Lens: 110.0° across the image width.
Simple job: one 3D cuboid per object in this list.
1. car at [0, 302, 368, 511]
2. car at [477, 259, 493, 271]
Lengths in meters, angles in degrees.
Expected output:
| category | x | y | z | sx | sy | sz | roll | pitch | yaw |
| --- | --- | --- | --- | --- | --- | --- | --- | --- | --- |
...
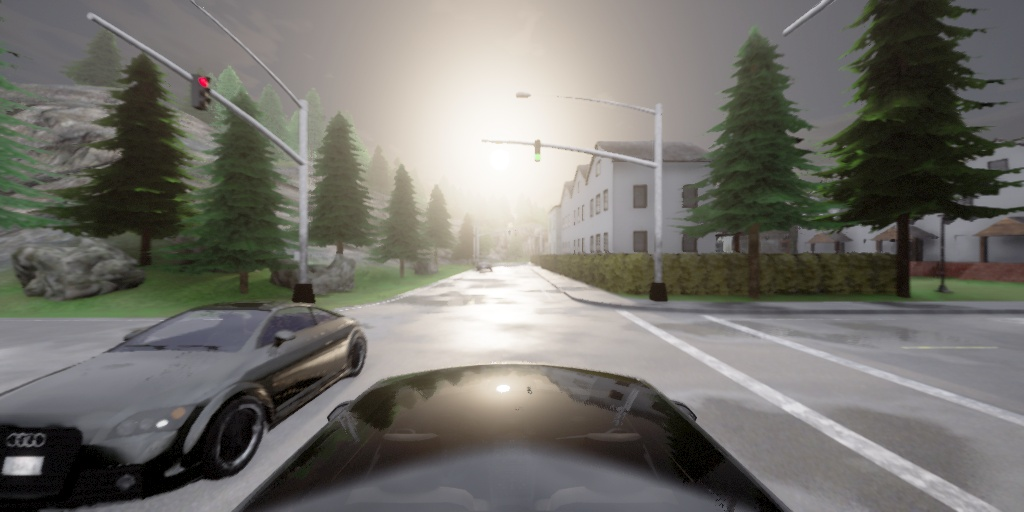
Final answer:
| category | x | y | z | sx | sy | sz | roll | pitch | yaw |
| --- | --- | --- | --- | --- | --- | --- | --- | --- | --- |
| car | -3.500 | 1.315 | 4.560 | 1.994 | 1.385 | 4.181 | 0 | 0 | 0 |
| car | -3.494 | 1.194 | 46.980 | 2.128 | 1.511 | 4.902 | 0 | 0 | 0 |
